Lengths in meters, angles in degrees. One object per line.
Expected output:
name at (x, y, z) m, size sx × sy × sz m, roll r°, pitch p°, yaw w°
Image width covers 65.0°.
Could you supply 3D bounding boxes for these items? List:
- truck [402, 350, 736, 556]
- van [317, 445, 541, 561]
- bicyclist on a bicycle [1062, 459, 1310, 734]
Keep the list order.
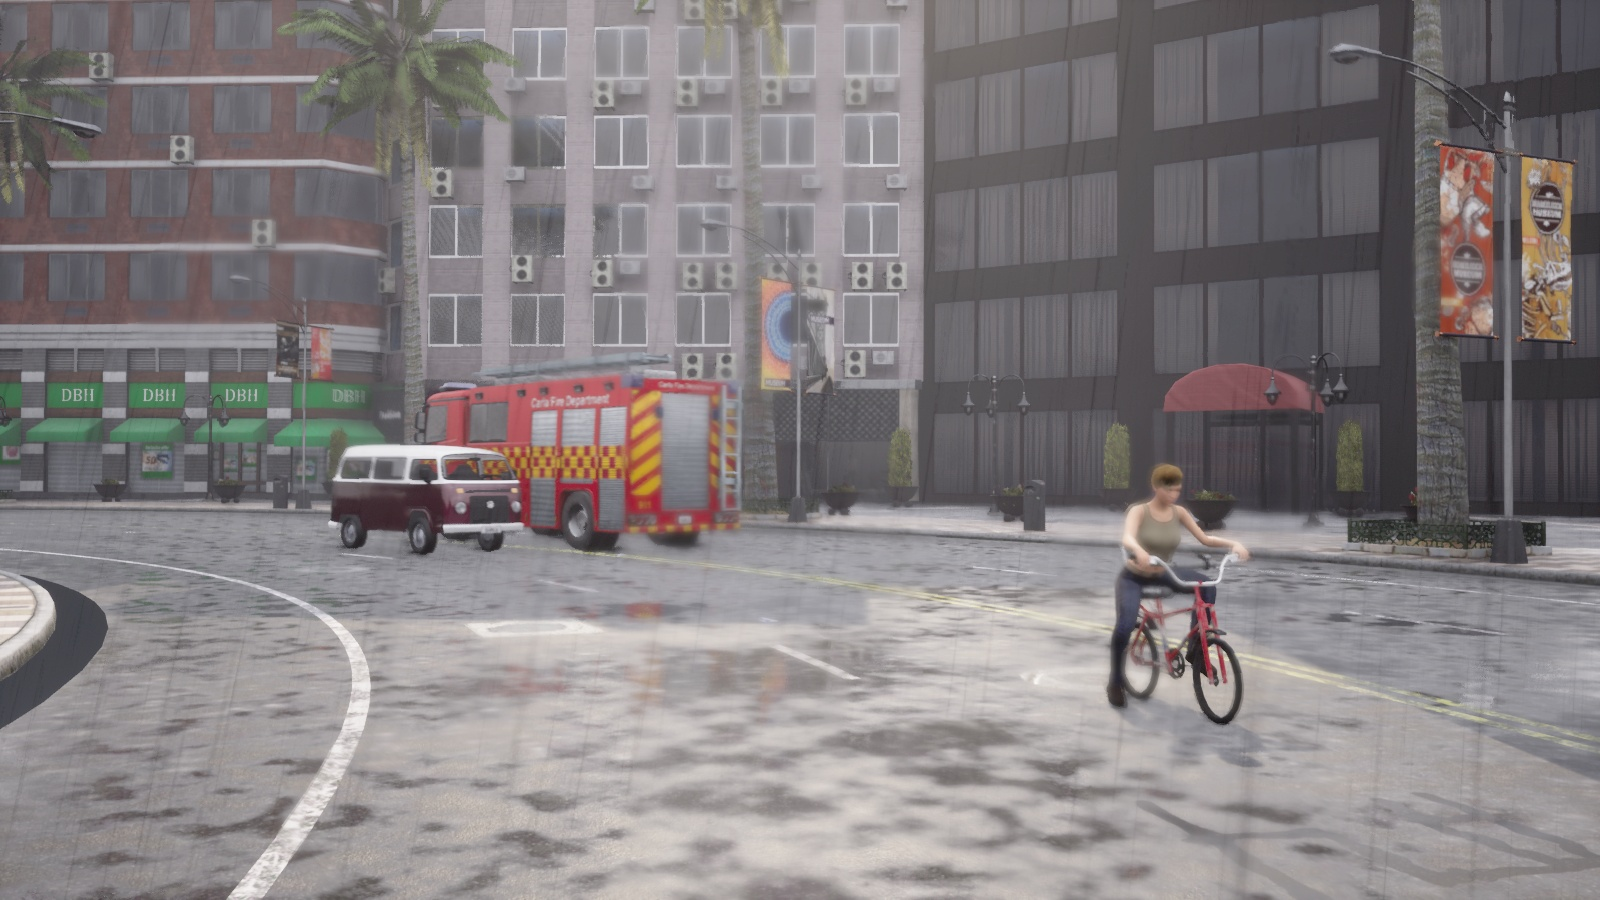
truck at (-5.301, 0.130, 27.405) m, size 2.891 × 3.827 × 8.468 m, roll 1°, pitch -1°, yaw -45°
van at (-7.267, 0.976, 24.396) m, size 4.480 × 2.038 × 2.069 m, roll -1°, pitch -1°, yaw 41°
bicyclist on a bicycle at (2.467, 0.879, 8.232) m, size 0.866 × 1.612 × 1.509 m, roll 0°, pitch -1°, yaw -15°
